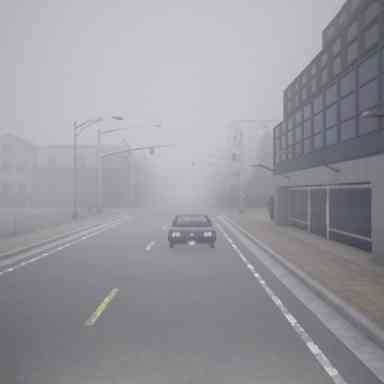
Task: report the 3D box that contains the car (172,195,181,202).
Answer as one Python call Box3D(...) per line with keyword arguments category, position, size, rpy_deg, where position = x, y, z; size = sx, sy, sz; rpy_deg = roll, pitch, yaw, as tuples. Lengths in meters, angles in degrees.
Box3D(category="car", position=(-3.500, 1.466, 76.536), size=(1.812, 1.442, 4.674), rpy_deg=(0, 0, 0))

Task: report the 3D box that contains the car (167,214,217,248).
Box3D(category="car", position=(0.000, 1.614, 14.680), size=(1.895, 1.301, 4.718), rpy_deg=(0, 0, 0))
